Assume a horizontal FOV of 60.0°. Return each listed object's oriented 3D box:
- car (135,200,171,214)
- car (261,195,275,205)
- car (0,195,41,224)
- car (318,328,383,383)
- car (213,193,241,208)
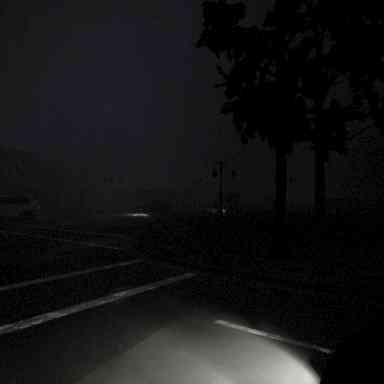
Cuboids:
[{"bbox_3d":[-4.087,1.564,35.508,1.994,1.385,4.181,0,0,34],"label":"car"},{"bbox_3d":[13.853,1.347,60.774,2.097,1.767,4.553,0,0,7],"label":"car"},{"bbox_3d":[-13.333,1.221,22.777,2.150,2.045,5.566,0,-1,41],"label":"car"},{"bbox_3d":[2.887,1.564,1.913,4.181,1.385,1.994,0,0,36],"label":"car"},{"bbox_3d":[5.267,1.134,49.147,2.150,2.045,5.566,0,0,34],"label":"car"}]
